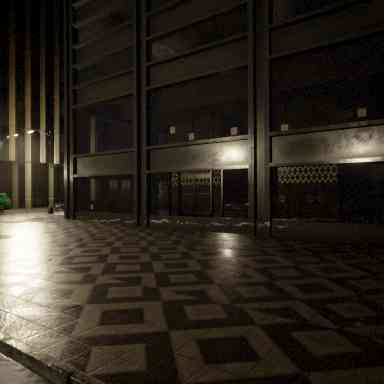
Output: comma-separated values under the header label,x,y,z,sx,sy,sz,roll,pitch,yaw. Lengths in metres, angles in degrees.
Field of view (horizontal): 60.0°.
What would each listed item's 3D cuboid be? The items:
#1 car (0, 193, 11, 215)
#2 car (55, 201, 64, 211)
label,x,y,z,sx,sy,sz,roll,pitch,yaw
car,-19.438,1.110,30.094,2.150,2.045,5.566,0,0,37
car,-13.415,1.323,38.623,1.882,1.535,5.008,0,0,35
